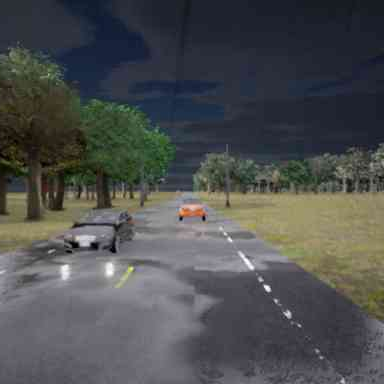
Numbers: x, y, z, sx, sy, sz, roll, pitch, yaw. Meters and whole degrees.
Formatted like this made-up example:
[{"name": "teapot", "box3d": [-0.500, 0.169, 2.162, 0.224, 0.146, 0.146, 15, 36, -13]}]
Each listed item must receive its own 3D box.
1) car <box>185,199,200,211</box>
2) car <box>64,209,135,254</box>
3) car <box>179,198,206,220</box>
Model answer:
[{"name": "car", "box3d": [0.061, 1.695, 44.863, 1.837, 1.490, 4.892, 0, 0, 0]}, {"name": "car", "box3d": [-3.523, 1.453, 13.415, 2.128, 1.511, 4.902, 0, 0, 0]}, {"name": "car", "box3d": [0.050, 1.364, 28.190, 2.097, 1.767, 4.553, 0, -1, 0]}]
